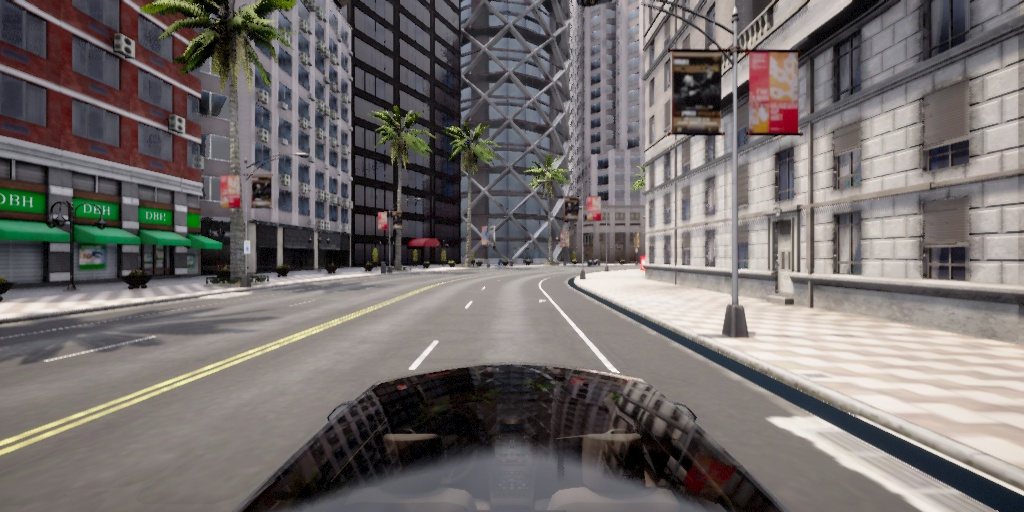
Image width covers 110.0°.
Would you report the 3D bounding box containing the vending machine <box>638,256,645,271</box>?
[{"bbox_3d":[16.401,0.928,44.010,1.100,2.100,0.880,0,0,45],"label":"vending machine"}]
